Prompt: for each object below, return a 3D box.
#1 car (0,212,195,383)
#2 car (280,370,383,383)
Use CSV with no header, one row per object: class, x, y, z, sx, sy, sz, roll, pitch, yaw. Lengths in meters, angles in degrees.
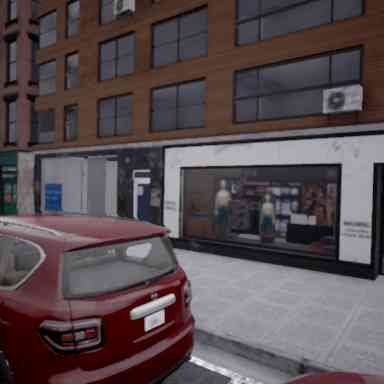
car,-2.290,1.192,4.440,5.009,1.841,2.192,2,1,35
car,2.199,1.612,1.246,4.206,1.307,1.802,2,1,35
